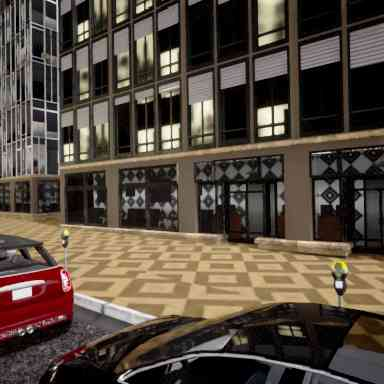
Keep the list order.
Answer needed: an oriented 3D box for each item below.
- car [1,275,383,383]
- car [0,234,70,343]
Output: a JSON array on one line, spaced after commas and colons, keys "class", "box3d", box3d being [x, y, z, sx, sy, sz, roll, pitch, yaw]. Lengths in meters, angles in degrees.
[{"class": "car", "box3d": [0.663, 1.566, 2.439, 4.313, 1.339, 1.947, 0, -1, 36]}, {"class": "car", "box3d": [-3.911, 1.441, 5.819, 4.097, 1.590, 1.967, 0, -1, 37]}]
